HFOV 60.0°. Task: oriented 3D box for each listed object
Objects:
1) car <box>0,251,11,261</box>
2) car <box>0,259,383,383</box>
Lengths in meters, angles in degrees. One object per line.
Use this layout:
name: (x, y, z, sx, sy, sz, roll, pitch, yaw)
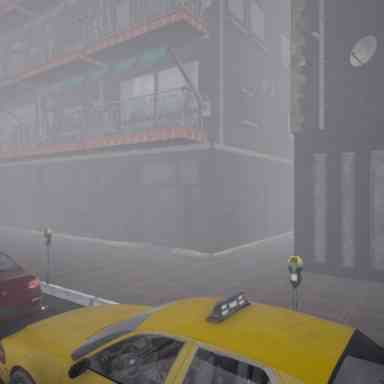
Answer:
car: (-4.353, 1.582, 5.997, 4.206, 1.307, 1.802, 0, 0, 36)
car: (0.086, 1.525, 2.816, 4.829, 1.417, 1.752, 0, 0, 36)
